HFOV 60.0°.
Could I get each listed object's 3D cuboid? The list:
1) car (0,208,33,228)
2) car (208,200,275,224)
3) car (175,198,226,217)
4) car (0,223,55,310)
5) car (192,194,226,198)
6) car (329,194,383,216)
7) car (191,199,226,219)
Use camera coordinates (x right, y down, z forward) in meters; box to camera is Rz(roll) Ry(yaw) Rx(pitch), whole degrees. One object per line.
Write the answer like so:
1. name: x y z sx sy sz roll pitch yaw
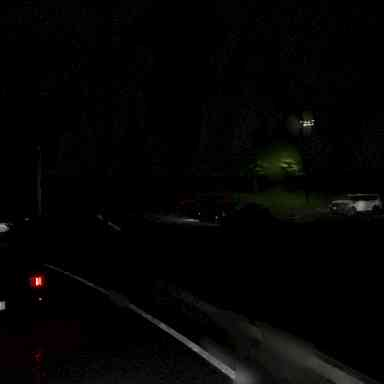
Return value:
1. car: -11.655 1.548 18.090 5.357 1.411 2.033 0 0 -22
2. car: 3.887 1.527 24.374 4.674 1.442 1.812 0 0 -22
3. car: 0.992 1.527 30.754 4.674 1.442 1.812 0 0 -22
4. car: -4.663 1.601 7.144 1.895 1.301 4.718 0 0 -41
5. car: 1.078 1.222 34.589 5.566 2.045 2.150 0 0 -22
6. car: 16.393 1.221 33.246 5.566 2.045 2.150 0 0 -22
7. car: 2.457 1.565 27.594 4.181 1.385 1.994 0 0 -22
